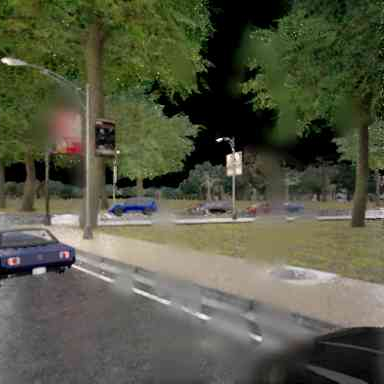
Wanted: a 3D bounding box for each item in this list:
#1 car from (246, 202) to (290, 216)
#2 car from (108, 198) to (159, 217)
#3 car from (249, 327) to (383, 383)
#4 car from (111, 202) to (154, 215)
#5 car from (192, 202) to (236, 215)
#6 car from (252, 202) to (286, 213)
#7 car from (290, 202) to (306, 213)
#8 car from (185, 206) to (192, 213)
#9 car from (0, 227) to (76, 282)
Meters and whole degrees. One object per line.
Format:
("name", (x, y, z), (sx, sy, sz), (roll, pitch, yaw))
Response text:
("car", (8.546, 2.013, 38.733), (4.674, 1.442, 1.812), (0, -1, -18))
("car", (-6.546, 1.673, 37.327), (5.566, 2.045, 2.150), (0, -1, -19))
("car", (2.467, 1.479, 1.299), (1.882, 1.535, 5.008), (0, 0, -42))
("car", (-7.290, 1.972, 40.499), (4.902, 1.511, 2.128), (0, -1, -18))
("car", (2.940, 1.987, 40.495), (4.902, 1.511, 2.128), (0, -1, -18))
("car", (10.752, 2.131, 46.528), (4.181, 1.385, 1.994), (0, -1, -19))
("car", (12.733, 2.070, 43.763), (4.674, 1.442, 1.812), (0, -1, -18))
("car", (1.369, 2.046, 43.393), (4.674, 1.442, 1.812), (0, -1, -19))
("car", (-5.293, 1.701, 9.972), (1.895, 1.301, 4.718), (0, -1, -42))
